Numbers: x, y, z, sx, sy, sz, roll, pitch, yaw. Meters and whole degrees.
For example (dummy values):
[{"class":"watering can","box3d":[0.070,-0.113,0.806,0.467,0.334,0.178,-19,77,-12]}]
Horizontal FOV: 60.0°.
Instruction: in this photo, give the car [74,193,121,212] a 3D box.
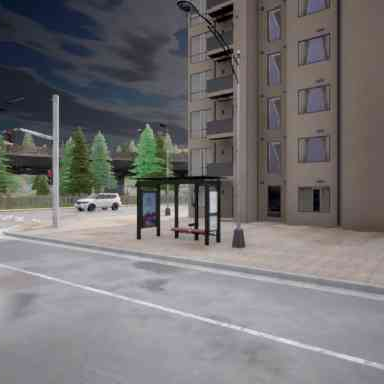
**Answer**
[{"class":"car","box3d":[-10.764,1.166,38.497,2.150,2.045,5.566,0,0,37]}]
